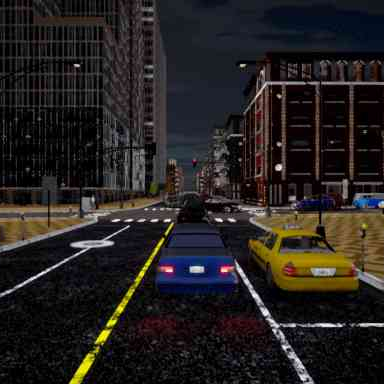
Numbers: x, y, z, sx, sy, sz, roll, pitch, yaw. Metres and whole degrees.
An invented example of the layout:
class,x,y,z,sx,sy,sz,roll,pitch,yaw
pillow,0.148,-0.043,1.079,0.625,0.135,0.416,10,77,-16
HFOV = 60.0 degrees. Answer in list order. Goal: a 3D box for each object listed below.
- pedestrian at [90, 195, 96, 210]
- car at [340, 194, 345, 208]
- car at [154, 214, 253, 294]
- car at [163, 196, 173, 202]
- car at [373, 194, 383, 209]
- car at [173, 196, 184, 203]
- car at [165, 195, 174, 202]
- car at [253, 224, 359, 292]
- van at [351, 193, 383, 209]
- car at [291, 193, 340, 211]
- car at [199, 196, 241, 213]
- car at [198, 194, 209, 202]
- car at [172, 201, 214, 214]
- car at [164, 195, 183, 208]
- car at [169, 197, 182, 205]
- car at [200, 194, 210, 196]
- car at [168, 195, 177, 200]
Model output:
class,x,y,z,sx,sy,sz,roll,pitch,yaw
pedestrian,-12.366,1.270,41.628,0.375,1.860,0.375,0,1,-1
car,15.297,1.094,38.994,5.009,1.841,2.192,-1,1,-1
car,0.093,1.547,8.945,2.033,1.411,5.357,0,0,0
car,-5.348,1.554,74.627,2.008,1.369,4.403,0,0,0
car,23.072,1.213,36.628,4.674,1.442,1.812,-1,0,0
car,-2.780,1.528,70.668,2.128,1.511,4.902,0,0,0
car,-5.351,1.549,80.220,1.887,1.381,4.507,0,0,0
car,2.560,1.525,8.798,1.752,1.417,4.829,0,0,0
van,20.953,1.049,39.056,3.998,1.788,1.690,-1,1,-1
car,13.270,1.162,36.492,4.553,1.767,2.097,-1,0,-1
car,2.911,1.435,35.487,4.902,1.511,2.128,-1,0,37
car,2.532,1.319,74.630,2.192,1.841,5.009,0,0,0
car,0.075,1.504,18.687,1.837,1.490,4.892,0,0,0
car,-2.737,1.353,46.987,2.097,1.767,4.553,0,0,-2
car,-2.854,1.564,59.041,1.994,1.385,4.181,0,0,0
car,2.537,1.317,63.445,2.192,1.841,5.009,0,0,0
car,-5.355,1.557,91.406,2.008,1.369,4.403,0,0,0
